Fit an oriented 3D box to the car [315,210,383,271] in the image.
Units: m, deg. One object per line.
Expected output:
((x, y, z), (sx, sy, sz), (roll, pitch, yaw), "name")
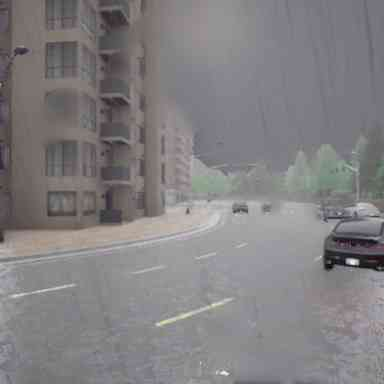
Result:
((5.548, 1.561, 10.582), (1.837, 1.490, 4.892), (0, 0, 35), "car")

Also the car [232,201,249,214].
((5.875, 1.849, 40.219), (2.033, 1.411, 5.357), (0, 0, 6), "car")

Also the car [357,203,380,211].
((15.258, 1.681, 29.920), (1.812, 1.442, 4.674), (0, 0, 8), "car")

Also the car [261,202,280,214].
((9.350, 1.878, 39.795), (1.895, 1.301, 4.718), (0, 0, 6), "car")

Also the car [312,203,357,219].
((11.524, 1.707, 27.720), (2.033, 1.411, 5.357), (0, 0, 7), "car")
